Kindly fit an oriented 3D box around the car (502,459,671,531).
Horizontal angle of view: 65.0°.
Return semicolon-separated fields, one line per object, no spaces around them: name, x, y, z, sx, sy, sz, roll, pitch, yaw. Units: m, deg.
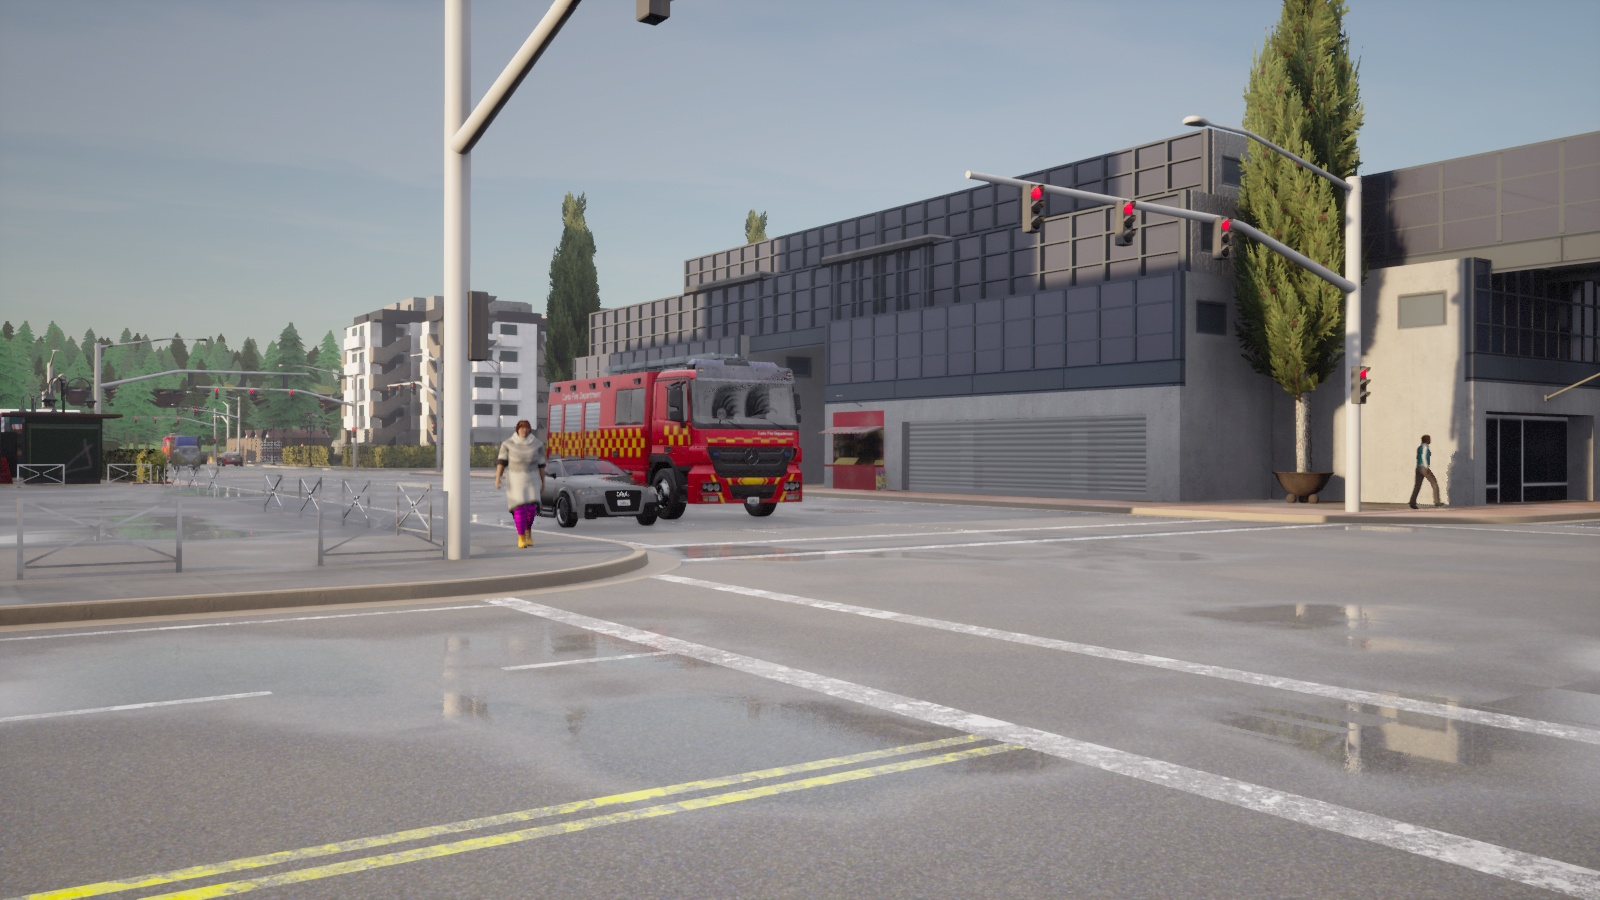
car;-4.588;0.883;26.522;1.994;1.385;4.181;0;0;-34

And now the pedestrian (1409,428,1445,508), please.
pedestrian;15.261;0.446;30.564;0.692;1.930;0.396;0;0;-10

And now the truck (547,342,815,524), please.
truck;-3.203;-0.338;30.756;2.891;3.827;8.468;0;0;-33

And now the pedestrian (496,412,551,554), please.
pedestrian;-3.904;0.455;17.715;0.659;1.952;0.873;0;0;-19
